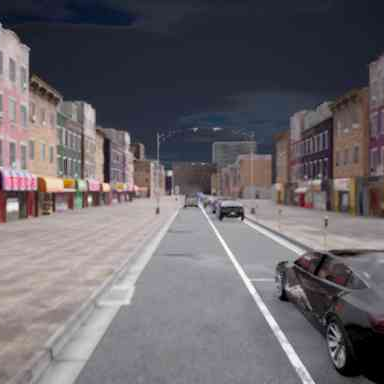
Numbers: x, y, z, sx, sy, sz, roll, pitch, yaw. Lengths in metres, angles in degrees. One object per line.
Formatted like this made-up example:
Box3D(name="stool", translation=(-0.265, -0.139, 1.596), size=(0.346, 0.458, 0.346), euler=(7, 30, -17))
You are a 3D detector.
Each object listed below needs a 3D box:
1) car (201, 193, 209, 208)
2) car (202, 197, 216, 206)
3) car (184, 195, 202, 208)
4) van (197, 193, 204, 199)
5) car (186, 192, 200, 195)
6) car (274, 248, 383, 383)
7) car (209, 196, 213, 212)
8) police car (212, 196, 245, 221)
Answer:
Box3D(name="car", translation=(2.549, 1.289, 45.104), size=(1.967, 1.590, 4.097), euler=(0, 0, 0))
Box3D(name="car", translation=(2.538, 1.416, 50.784), size=(1.802, 1.307, 4.206), euler=(0, 0, 0))
Box3D(name="car", translation=(-0.082, 1.427, 44.073), size=(2.033, 1.411, 5.357), euler=(0, 0, 0))
Box3D(name="van", translation=(2.451, 1.133, 94.824), size=(1.690, 1.788, 3.998), euler=(0, 0, 0))
Box3D(name="car", translation=(-0.108, 1.050, 58.271), size=(2.150, 2.045, 5.566), euler=(0, 0, 0))
Box3D(name="car", translation=(2.627, 1.542, 5.347), size=(1.947, 1.339, 4.313), euler=(0, 0, 0))
Box3D(name="car", translation=(2.958, 1.408, 33.479), size=(1.812, 1.442, 4.674), euler=(0, 0, 0))
Box3D(name="police car", translation=(2.957, 1.327, 26.589), size=(1.930, 1.638, 5.238), euler=(0, 0, 0))
